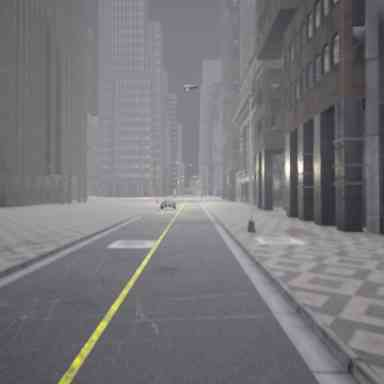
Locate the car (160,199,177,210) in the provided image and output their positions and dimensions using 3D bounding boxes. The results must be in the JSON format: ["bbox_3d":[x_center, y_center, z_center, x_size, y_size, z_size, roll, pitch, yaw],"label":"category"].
[{"bbox_3d":[-3.026,1.543,43.053,1.994,1.385,4.181,0,0,0],"label":"car"}]
